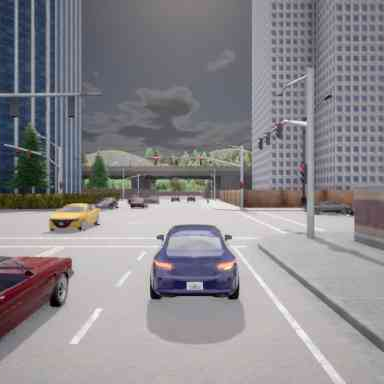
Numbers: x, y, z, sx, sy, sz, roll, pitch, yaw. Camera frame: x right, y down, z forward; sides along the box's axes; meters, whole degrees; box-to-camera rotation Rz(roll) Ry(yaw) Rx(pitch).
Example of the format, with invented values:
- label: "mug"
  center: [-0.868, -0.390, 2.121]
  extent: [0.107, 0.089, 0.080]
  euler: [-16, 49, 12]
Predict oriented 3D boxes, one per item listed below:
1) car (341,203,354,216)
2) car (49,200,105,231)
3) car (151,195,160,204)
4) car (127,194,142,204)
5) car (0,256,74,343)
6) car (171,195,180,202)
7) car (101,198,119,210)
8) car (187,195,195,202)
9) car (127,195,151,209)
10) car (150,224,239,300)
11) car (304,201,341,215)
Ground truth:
- label: "car"
  center: [16.223, 1.564, 30.001]
  extent: [4.181, 1.385, 1.994]
  euler: [0, 0, 0]
- label: "car"
  center: [-7.145, 1.477, 20.683]
  extent: [1.882, 1.535, 5.008]
  euler: [0, 0, 0]
- label: "car"
  center: [-7.197, 1.351, 61.327]
  extent: [2.097, 1.767, 4.553]
  euler: [0, 0, 0]
- label: "car"
  center: [-10.693, 1.350, 62.198]
  extent: [2.097, 1.767, 4.553]
  euler: [0, 0, 0]
- label: "car"
  center: [-3.450, 1.601, 5.023]
  extent: [1.895, 1.301, 4.718]
  euler: [0, 0, 0]
- label: "car"
  center: [-3.662, 1.501, 74.560]
  extent: [1.812, 1.442, 4.674]
  euler: [0, 0, 0]
- label: "car"
  center: [-10.830, 1.491, 42.678]
  extent: [2.128, 1.511, 4.902]
  euler: [0, 0, 4]
- label: "car"
  center: [-0.162, 1.477, 74.568]
  extent: [1.837, 1.490, 4.892]
  euler: [0, 0, 0]
- label: "car"
  center: [-7.195, 1.477, 45.286]
  extent: [1.882, 1.535, 5.008]
  euler: [0, 0, 0]
- label: "car"
  center: [0.060, 1.526, 8.292]
  extent: [1.812, 1.442, 4.674]
  euler: [0, 0, 0]
- label: "car"
  center: [13.557, 1.564, 33.508]
  extent: [4.181, 1.385, 1.994]
  euler: [0, 0, 0]
